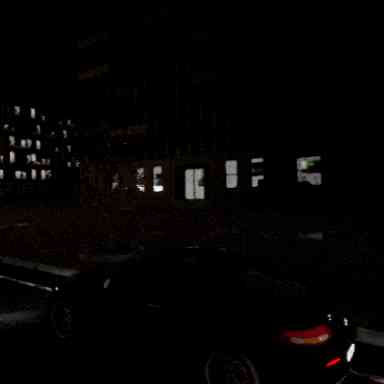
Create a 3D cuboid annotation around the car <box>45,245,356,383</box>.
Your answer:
[{"bbox_3d":[-0.198,1.543,4.884,4.674,1.442,1.812,-1,0,35],"label":"car"}]
